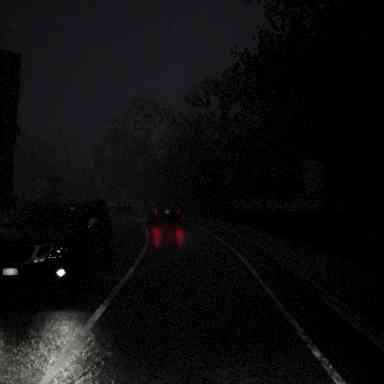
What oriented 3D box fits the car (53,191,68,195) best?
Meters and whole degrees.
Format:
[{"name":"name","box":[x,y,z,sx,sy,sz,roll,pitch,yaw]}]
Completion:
[{"name":"car","box":[-20.001,0.852,50.339,2.150,2.045,5.566,5,-2,-44]}]

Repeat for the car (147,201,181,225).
[{"name":"car","box":[-2.191,1.416,25.048,2.097,1.767,4.553,2,0,-13]}]

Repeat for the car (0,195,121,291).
[{"name":"car","box":[-3.707,1.234,9.403,2.150,2.045,5.566,0,0,-2]}]

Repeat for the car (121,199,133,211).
[{"name":"car","box":[-8.941,1.544,41.337,2.033,1.411,5.357,4,-1,-31]}]
